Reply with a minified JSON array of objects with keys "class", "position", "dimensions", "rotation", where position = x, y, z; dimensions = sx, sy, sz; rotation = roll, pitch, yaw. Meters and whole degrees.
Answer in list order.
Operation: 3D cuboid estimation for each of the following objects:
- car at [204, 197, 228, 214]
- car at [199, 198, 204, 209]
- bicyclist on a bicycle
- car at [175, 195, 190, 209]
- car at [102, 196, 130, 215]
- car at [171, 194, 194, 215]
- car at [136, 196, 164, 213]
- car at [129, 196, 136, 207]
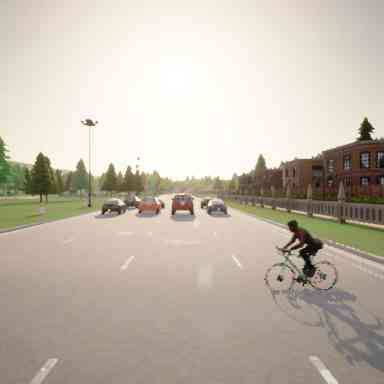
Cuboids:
[{"class":"car","position":[2.543,1.522,34.724],"dimensions":[1.812,1.442,4.674],"rotation":[0,0,-1]},{"class":"car","position":[2.160,1.499,46.384],"dimensions":[1.837,1.490,4.892],"rotation":[0,0,-1]},{"class":"bicyclist on a bicycle","position":[2.441,1.450,7.462],"dimensions":[1.656,1.620,0.582],"rotation":[-2,0,-2]},{"class":"car","position":[-1.358,1.346,47.165],"dimensions":[2.097,1.767,4.553],"rotation":[0,0,-1]},{"class":"car","position":[-7.951,1.501,34.228],"dimensions":[1.837,1.490,4.892],"rotation":[0,0,-1]},{"class":"car","position":[-0.947,1.214,34.116],"dimensions":[2.150,2.045,5.566],"rotation":[0,0,-1]},{"class":"car","position":[-4.498,1.348,36.225],"dimensions":[2.097,1.767,4.553],"rotation":[0,0,-1]},{"class":"car","position":[-8.344,1.346,46.540],"dimensions":[2.097,1.767,4.553],"rotation":[0,0,-1]}]
